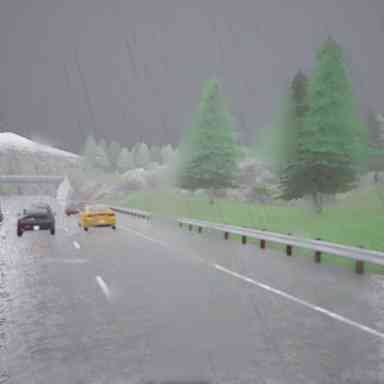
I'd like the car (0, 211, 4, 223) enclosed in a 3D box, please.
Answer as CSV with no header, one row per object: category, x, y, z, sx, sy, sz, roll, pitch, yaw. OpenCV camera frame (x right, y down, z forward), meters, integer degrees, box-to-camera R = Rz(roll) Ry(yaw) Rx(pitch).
car,-15.380,1.796,24.987,1.895,1.301,4.718,0,0,-24

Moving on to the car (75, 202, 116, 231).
car,-6.348,1.600,21.949,1.882,1.535,5.008,0,0,-24

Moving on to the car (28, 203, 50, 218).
car,-15.436,1.828,33.664,1.895,1.301,4.718,0,0,-24

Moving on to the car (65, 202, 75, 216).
car,-12.430,1.777,35.515,1.994,1.385,4.181,0,0,-24

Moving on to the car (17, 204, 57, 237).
car,-9.051,1.634,19.423,1.837,1.490,4.892,0,-1,-24
